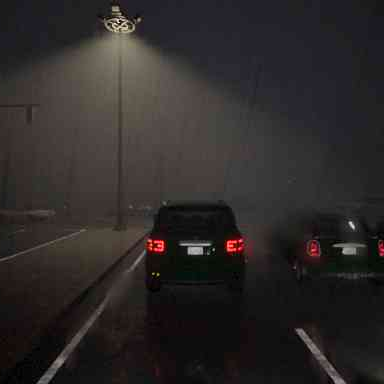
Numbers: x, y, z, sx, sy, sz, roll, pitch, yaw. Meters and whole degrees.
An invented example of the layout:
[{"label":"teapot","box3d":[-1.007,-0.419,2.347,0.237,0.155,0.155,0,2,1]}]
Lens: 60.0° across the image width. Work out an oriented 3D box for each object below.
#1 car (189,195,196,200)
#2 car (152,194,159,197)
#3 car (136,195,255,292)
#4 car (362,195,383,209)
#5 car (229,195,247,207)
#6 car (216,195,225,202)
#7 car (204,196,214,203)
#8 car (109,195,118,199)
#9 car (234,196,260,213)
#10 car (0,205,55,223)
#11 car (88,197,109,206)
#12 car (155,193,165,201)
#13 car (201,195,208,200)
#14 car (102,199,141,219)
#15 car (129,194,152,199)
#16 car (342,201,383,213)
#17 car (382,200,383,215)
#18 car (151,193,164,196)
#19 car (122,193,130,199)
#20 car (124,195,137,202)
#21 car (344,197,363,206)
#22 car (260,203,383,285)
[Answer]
[{"label":"car","box3d":[0.120,1.595,95.391,1.895,1.301,4.718,0,0,1]},{"label":"car","box3d":[-8.141,1.547,62.932,2.033,1.411,5.357,0,0,1]},{"label":"car","box3d":[0.067,1.221,9.075,2.150,2.045,5.566,0,0,0]},{"label":"car","box3d":[7.066,1.221,8.772,2.150,2.045,5.566,0,0,0]},{"label":"car","box3d":[6.932,1.351,50.253,2.097,1.767,4.553,0,0,1]},{"label":"car","box3d":[6.893,1.500,80.276,1.837,1.490,4.892,0,0,0]},{"label":"car","box3d":[3.505,1.600,69.414,1.895,1.301,4.718,0,0,0]},{"label":"car","box3d":[-15.140,1.601,61.991,1.895,1.301,4.718,0,0,0]},{"label":"car","box3d":[5.259,1.478,36.703,1.882,1.535,5.008,-2,1,-42]},{"label":"car","box3d":[-12.739,1.601,24.338,4.718,1.301,1.895,0,0,-2]},{"label":"car","box3d":[-15.162,1.564,53.238,1.994,1.385,4.181,0,0,0]},{"label":"car","box3d":[-8.085,1.210,84.225,2.150,2.045,5.566,0,0,0]},{"label":"car","box3d":[3.623,1.540,95.489,2.033,1.411,5.357,0,0,1]},{"label":"car","box3d":[-4.548,1.547,28.457,5.357,1.411,2.033,0,0,-5]},{"label":"car","box3d":[-8.166,1.491,53.185,2.128,1.511,4.902,0,0,0]},{"label":"car","box3d":[19.057,1.601,36.077,4.718,1.301,1.895,0,0,1]},{"label":"car","box3d":[21.431,1.526,32.550,4.674,1.442,1.812,0,0,1]},{"label":"car","box3d":[-8.101,1.225,73.453,2.150,2.045,5.566,0,0,0]},{"label":"car","box3d":[-15.099,1.225,71.887,2.150,2.045,5.566,0,0,0]},{"label":"car","box3d":[-15.104,1.525,81.988,2.128,1.511,4.902,0,0,0]},{"label":"car","box3d":[14.035,1.222,25.549,5.566,2.045,2.150,0,0,0]},{"label":"car","box3d":[3.566,1.352,9.645,2.097,1.767,4.553,0,0,0]}]
